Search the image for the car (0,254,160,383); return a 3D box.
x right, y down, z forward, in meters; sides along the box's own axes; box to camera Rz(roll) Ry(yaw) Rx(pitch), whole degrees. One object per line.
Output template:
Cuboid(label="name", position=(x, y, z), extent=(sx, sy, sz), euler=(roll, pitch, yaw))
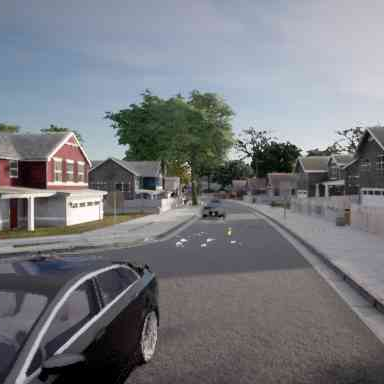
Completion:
Cuboid(label="car", position=(-1.673, 1.492, 3.150), extent=(2.128, 1.511, 4.902), euler=(0, 0, 10))

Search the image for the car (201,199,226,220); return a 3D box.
Cuboid(label="car", position=(1.923, 1.594, 28.617), extent=(1.994, 1.385, 4.181), euler=(0, 0, 6))
